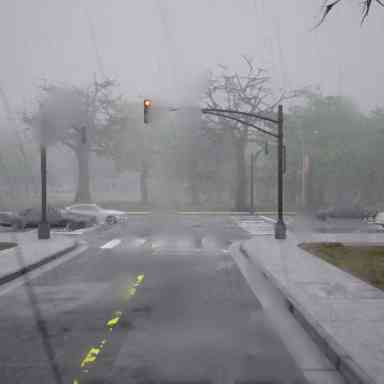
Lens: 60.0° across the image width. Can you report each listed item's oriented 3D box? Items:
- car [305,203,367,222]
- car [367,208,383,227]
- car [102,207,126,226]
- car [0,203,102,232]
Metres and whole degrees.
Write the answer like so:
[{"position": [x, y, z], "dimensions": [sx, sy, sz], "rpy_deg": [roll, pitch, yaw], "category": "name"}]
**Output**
[{"position": [11.824, 1.564, 26.330], "dimensions": [5.357, 1.411, 2.033], "rpy_deg": [0, 0, 0], "category": "car"}, {"position": [13.327, 1.552, 19.627], "dimensions": [4.674, 1.442, 1.812], "rpy_deg": [0, 0, 0], "category": "car"}, {"position": [-6.912, 1.521, 22.887], "dimensions": [4.674, 1.442, 1.812], "rpy_deg": [0, 0, 0], "category": "car"}, {"position": [-8.416, 1.545, 19.636], "dimensions": [5.357, 1.411, 2.033], "rpy_deg": [0, 0, 0], "category": "car"}]
